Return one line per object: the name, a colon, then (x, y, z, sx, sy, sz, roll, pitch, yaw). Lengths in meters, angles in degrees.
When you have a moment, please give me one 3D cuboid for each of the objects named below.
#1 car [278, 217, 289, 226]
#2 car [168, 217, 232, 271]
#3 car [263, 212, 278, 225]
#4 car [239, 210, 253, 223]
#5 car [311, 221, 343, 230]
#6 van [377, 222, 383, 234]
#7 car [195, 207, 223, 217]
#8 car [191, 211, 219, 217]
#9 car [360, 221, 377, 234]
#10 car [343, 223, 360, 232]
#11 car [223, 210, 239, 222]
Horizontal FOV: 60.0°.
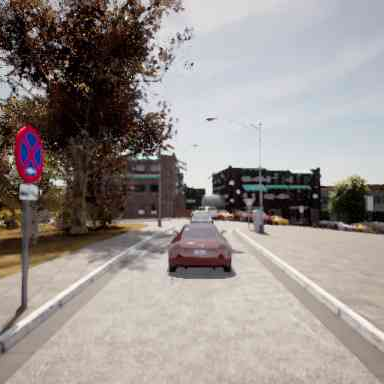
car: (13.567, 4.655, 55.088, 1.946, 1.575, 5.366, 7, -5, -30)
car: (0.272, 1.775, 11.608, 1.994, 1.385, 4.181, 0, -2, 1)
car: (10.735, 4.106, 54.393, 2.435, 2.045, 5.566, 8, -5, -30)
car: (7.739, 3.929, 53.832, 2.185, 1.767, 4.553, 7, -5, -31)
car: (22.536, 5.584, 56.468, 2.002, 1.452, 4.674, 7, -5, -30)
van: (31.528, 6.208, 57.889, 1.878, 1.987, 4.442, 8, -5, -29)
car: (1.888, 3.369, 52.741, 2.435, 2.045, 5.566, 2, -4, -30)
car: (0.723, 2.339, 24.767, 2.033, 1.411, 5.357, 0, -3, 2)
car: (28.386, 6.139, 57.638, 1.946, 1.575, 5.366, 7, -5, -29)
car: (25.505, 5.882, 56.982, 2.002, 1.452, 4.674, 8, -5, -29)
car: (4.767, 3.671, 53.331, 2.185, 1.767, 4.553, 5, -5, -31)
